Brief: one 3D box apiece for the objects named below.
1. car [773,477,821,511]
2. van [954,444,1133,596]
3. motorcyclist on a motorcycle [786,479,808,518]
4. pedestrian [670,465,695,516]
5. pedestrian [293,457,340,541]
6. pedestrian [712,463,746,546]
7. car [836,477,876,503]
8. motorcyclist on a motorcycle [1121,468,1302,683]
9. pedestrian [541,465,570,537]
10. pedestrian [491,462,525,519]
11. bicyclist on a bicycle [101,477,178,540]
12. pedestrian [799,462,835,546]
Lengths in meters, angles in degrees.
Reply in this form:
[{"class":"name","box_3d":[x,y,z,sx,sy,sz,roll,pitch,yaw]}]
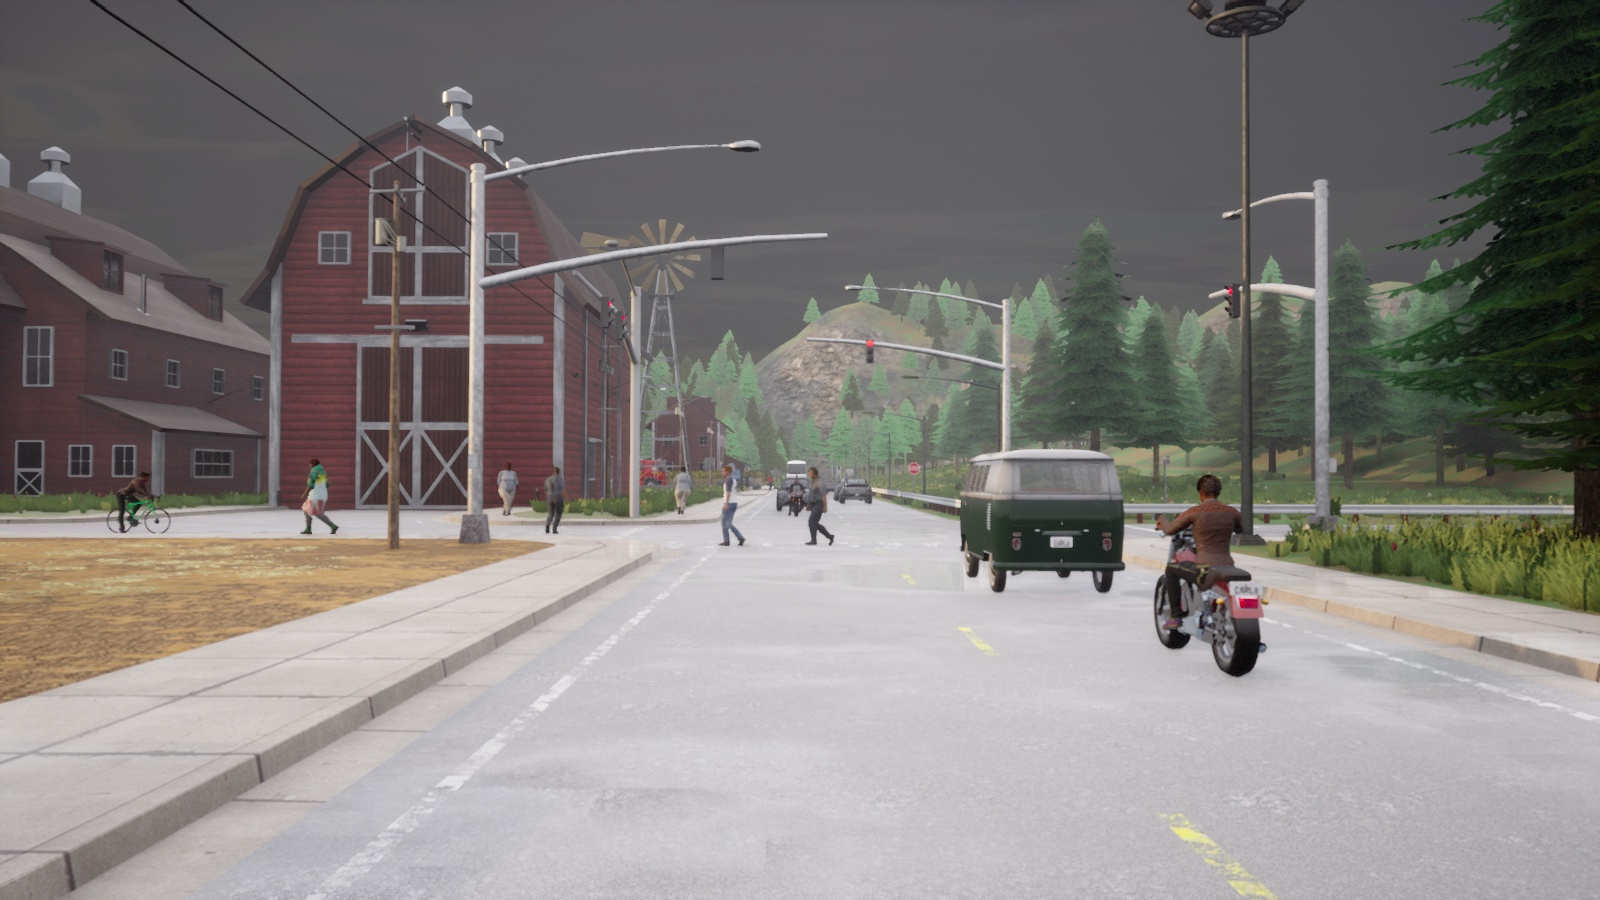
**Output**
[{"class":"car","box_3d":[-0.148,2.044,58.913,2.128,1.511,4.902,0,-1,0]},{"class":"van","box_3d":[3.452,0.961,18.625,1.775,1.987,4.442,0,-1,0]},{"class":"motorcyclist on a motorcycle","box_3d":[-0.127,1.947,50.719,0.866,1.530,2.191,0,-1,0]},{"class":"pedestrian","box_3d":[-4.310,1.485,46.102,0.874,1.855,0.900,0,-1,-1]},{"class":"pedestrian","box_3d":[-11.339,1.136,29.479,0.873,1.952,0.659,0,-1,-6]},{"class":"pedestrian","box_3d":[-1.580,1.213,28.018,0.706,1.836,0.354,0,-1,10]},{"class":"car","box_3d":[3.312,2.378,75.095,2.128,1.511,4.902,0,-1,0]},{"class":"motorcyclist on a motorcycle","box_3d":[3.472,0.992,10.855,0.766,1.649,2.350,0,-1,0]},{"class":"pedestrian","box_3d":[-6.400,1.329,32.861,0.540,1.848,0.694,0,-1,10]},{"class":"pedestrian","box_3d":[-9.695,1.332,41.676,0.874,1.855,0.900,0,-1,-30]},{"class":"bicyclist on a bicycle","box_3d":[-17.048,1.506,32.435,1.656,1.620,0.582,0,-1,-1]},{"class":"pedestrian","box_3d":[0.379,1.205,28.155,0.694,1.848,0.540,0,-1,-15]}]
